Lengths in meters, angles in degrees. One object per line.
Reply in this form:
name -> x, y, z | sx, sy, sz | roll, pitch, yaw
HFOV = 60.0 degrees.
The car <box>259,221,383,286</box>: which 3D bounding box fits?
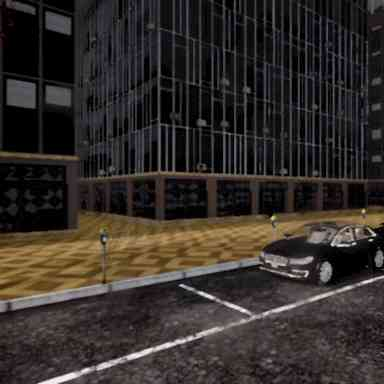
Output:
car -> 3.760, 1.511, 9.243 | 4.403, 1.369, 2.008 | 0, 0, -36
